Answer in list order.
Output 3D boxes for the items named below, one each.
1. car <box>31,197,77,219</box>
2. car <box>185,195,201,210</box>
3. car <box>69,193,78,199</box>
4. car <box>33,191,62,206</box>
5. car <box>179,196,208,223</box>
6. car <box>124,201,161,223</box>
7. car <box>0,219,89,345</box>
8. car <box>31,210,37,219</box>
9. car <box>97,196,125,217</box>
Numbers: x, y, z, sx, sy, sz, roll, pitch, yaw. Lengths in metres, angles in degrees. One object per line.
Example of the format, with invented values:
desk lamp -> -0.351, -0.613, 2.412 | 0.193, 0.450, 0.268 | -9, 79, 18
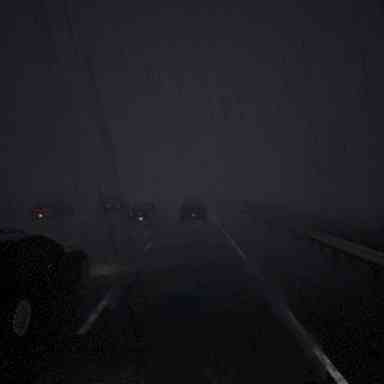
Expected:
car -> -10.389, 1.359, 25.231 | 1.837, 1.490, 4.892 | 0, 0, 0
car -> 0.018, 1.240, 41.105 | 1.882, 1.535, 5.008 | 0, 1, -1
car -> -31.476, 0.990, 88.450 | 1.812, 1.442, 4.674 | 0, 0, -15
car -> -21.489, 0.935, 49.744 | 2.150, 2.045, 5.566 | 0, 0, -3
car -> 0.111, 1.338, 24.154 | 1.882, 1.535, 5.008 | 0, 0, 0
car -> -3.389, 1.460, 24.280 | 1.895, 1.301, 4.718 | 0, 0, 0
car -> -3.398, 1.489, 6.171 | 1.812, 1.442, 4.674 | 0, 0, 0
car -> -6.896, 1.491, 9.728 | 2.033, 1.411, 5.357 | 0, 0, 0
car -> -6.887, 1.180, 29.767 | 2.097, 1.767, 4.553 | 0, 0, 0
